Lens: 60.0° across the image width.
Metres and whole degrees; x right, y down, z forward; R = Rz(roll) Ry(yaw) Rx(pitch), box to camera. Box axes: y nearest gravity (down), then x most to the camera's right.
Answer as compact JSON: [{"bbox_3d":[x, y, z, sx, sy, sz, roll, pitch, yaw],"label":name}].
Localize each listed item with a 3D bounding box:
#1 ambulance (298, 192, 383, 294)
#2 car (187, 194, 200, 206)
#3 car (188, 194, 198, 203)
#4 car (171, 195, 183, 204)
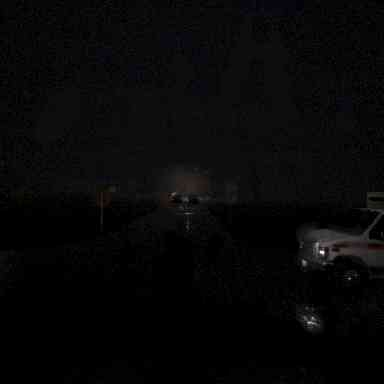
[{"bbox_3d":[6.146,1.236,8.692,6.366,2.431,2.351,1,0,0],"label":"ambulance"},{"bbox_3d":[0.203,1.382,52.772,1.812,1.442,4.674,0,1,0],"label":"car"},{"bbox_3d":[0.243,1.232,62.806,1.837,1.490,4.892,0,1,0],"label":"car"},{"bbox_3d":[-2.527,1.276,57.810,1.882,1.535,5.008,0,1,0],"label":"car"}]
